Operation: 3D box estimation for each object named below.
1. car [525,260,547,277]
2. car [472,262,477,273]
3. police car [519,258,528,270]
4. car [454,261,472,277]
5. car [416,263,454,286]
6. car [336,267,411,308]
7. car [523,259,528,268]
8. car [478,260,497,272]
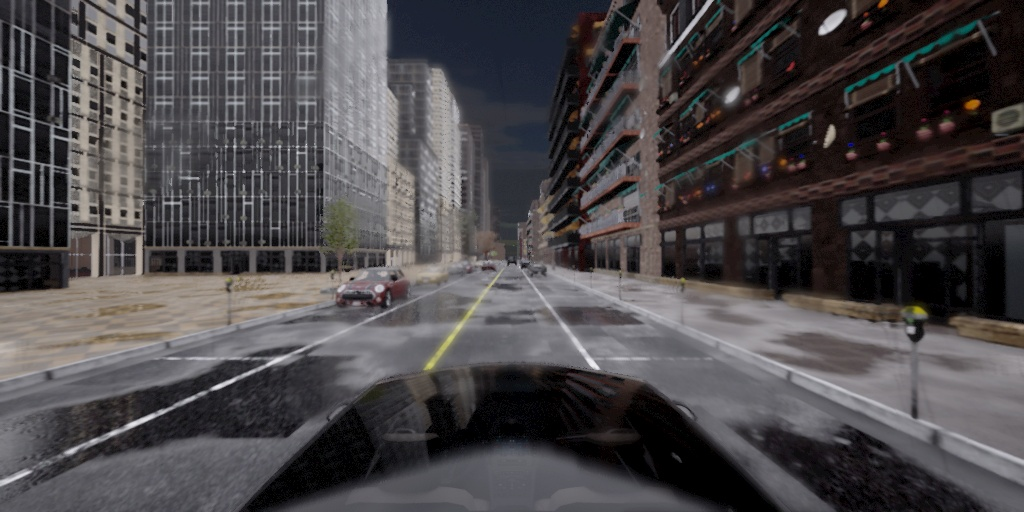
[{"bbox_3d":[2.697,1.410,37.261,2.007,1.370,4.403,0,0,0],"label":"car"},{"bbox_3d":[-5.682,1.316,42.796,1.967,1.591,4.097,0,0,0],"label":"car"},{"bbox_3d":[2.379,1.357,58.173,1.930,1.638,5.238,0,0,0],"label":"police car"},{"bbox_3d":[-5.684,1.408,37.263,2.007,1.370,4.403,0,0,0],"label":"car"},{"bbox_3d":[-5.686,1.347,26.028,1.751,1.417,4.829,0,0,0],"label":"car"},{"bbox_3d":[-5.690,1.227,15.132,1.967,1.591,4.097,0,0,0],"label":"car"},{"bbox_3d":[2.698,1.428,42.794,2.007,1.370,4.403,0,0,0],"label":"car"},{"bbox_3d":[-3.069,1.495,47.967,1.895,1.301,4.718,0,0,0],"label":"car"}]
